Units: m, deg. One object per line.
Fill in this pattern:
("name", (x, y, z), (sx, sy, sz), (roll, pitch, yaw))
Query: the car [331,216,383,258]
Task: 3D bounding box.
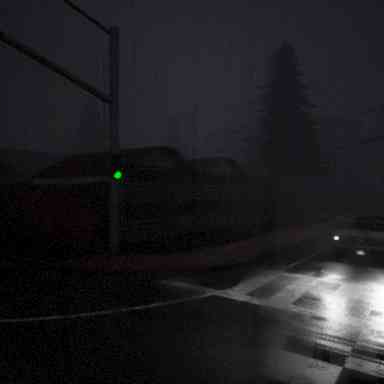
("car", (6.632, 1.596, 12.179), (1.895, 1.301, 4.718), (0, 0, 38))
